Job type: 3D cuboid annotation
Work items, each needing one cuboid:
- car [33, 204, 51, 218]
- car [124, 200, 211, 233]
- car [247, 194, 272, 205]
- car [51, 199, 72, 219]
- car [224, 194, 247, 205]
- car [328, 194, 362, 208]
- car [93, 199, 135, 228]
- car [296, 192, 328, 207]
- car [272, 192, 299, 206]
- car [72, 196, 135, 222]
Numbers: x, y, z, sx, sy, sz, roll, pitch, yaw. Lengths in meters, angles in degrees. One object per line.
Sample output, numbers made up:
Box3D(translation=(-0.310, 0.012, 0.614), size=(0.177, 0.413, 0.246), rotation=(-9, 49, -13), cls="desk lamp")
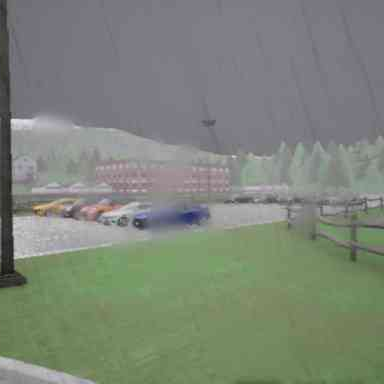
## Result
Box3D(translation=(-10.999, 1.330, 28.648), size=(5.008, 1.535, 1.882), rotation=(-1, 1, -45), cls="car")
Box3D(translation=(-1.054, 1.312, 18.796), size=(5.008, 1.535, 1.882), rotation=(-1, 1, -45), cls="car")
Box3D(translation=(10.033, 0.970, 44.575), size=(4.902, 1.511, 2.128), rotation=(-1, 1, -44), cls="car")
Box3D(translation=(-8.282, 1.195, 26.414), size=(4.553, 1.767, 2.097), rotation=(-1, 1, -45), cls="car")
Box3D(translation=(6.423, 0.982, 45.938), size=(5.008, 1.535, 1.882), rotation=(-1, 1, -44), cls="car")
Box3D(translation=(17.326, 0.974, 37.022), size=(4.892, 1.490, 1.837), rotation=(0, 0, -44), cls="car")
Box3D(translation=(-3.562, 1.365, 21.237), size=(4.674, 1.442, 1.812), rotation=(-1, 1, -45), cls="car")
Box3D(translation=(14.525, 1.042, 39.176), size=(4.181, 1.385, 1.994), rotation=(-1, 1, -44), cls="car")
Box3D(translation=(12.700, 0.821, 42.287), size=(4.553, 1.767, 2.097), rotation=(-1, 1, -44), cls="car")
Box3D(translation=(-5.793, 1.191, 23.954), size=(4.553, 1.767, 2.097), rotation=(-1, 1, -45), cls="car")
